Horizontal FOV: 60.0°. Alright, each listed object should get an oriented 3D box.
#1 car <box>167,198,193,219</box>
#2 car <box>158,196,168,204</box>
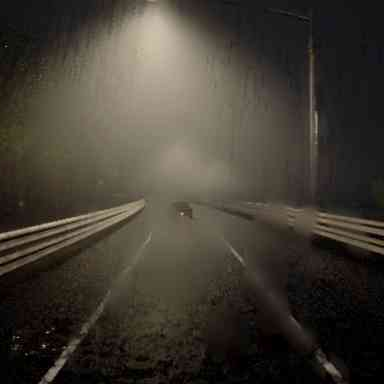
[{"bbox_3d":[-1.006,1.500,29.270,1.837,1.490,4.892,0,0,-5],"label":"car"},{"bbox_3d":[-5.336,1.475,63.426,1.812,1.442,4.674,0,0,-10],"label":"car"}]
